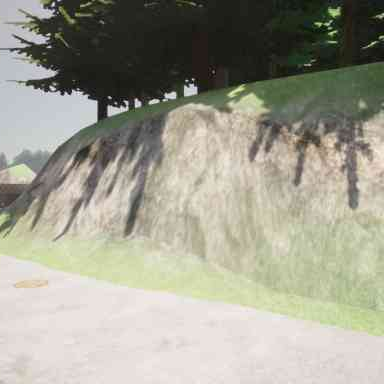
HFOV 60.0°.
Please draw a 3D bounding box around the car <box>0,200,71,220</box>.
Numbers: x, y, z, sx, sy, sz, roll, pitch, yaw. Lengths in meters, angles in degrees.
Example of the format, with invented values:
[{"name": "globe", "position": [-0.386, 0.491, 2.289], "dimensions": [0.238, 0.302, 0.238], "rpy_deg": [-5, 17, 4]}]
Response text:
[{"name": "car", "position": [-13.477, 1.545, 28.239], "dimensions": [2.033, 1.411, 5.357], "rpy_deg": [0, 0, 36]}]
